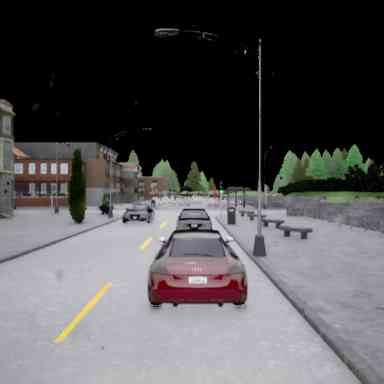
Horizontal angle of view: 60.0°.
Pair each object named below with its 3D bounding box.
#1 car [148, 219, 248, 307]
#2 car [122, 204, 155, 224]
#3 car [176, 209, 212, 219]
[{"bbox_3d":[0.101,1.584,8.091,1.994,1.385,4.181,0,0,0],"label":"car"},{"bbox_3d":[-4.011,1.628,25.423,1.994,1.385,4.181,0,0,1],"label":"car"},{"bbox_3d":[0.097,1.592,17.724,2.033,1.411,5.357,0,0,0],"label":"car"}]
